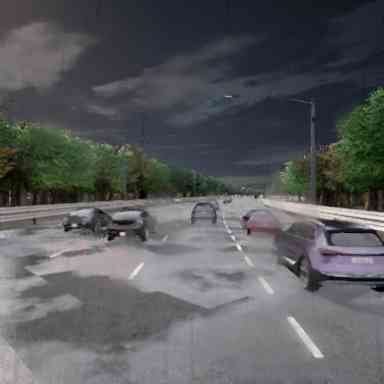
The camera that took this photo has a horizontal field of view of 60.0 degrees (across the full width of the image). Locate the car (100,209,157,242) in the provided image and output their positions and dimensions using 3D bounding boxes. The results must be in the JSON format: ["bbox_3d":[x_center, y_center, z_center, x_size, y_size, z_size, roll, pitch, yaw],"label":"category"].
[{"bbox_3d":[-2.992,1.634,17.305,1.837,1.490,4.892,0,0,2],"label":"car"}]

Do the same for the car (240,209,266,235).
[{"bbox_3d":[4.001,1.725,19.855,1.994,1.385,4.181,0,0,3],"label":"car"}]

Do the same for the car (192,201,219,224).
[{"bbox_3d":[1.034,1.644,27.252,2.033,1.649,4.856,0,0,4],"label":"car"}]

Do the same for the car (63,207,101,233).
[{"bbox_3d":[-6.347,1.672,20.561,1.812,1.442,4.674,0,0,3],"label":"car"}]

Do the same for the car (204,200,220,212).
[{"bbox_3d":[2.869,1.926,46.703,2.033,1.411,5.357,0,0,7],"label":"car"}]

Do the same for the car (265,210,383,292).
[{"bbox_3d":[3.603,1.510,9.189,2.033,1.649,4.856,0,0,1],"label":"car"}]

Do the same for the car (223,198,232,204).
[{"bbox_3d":[9.439,2.263,86.740,1.812,1.442,4.674,0,-1,12],"label":"car"}]
